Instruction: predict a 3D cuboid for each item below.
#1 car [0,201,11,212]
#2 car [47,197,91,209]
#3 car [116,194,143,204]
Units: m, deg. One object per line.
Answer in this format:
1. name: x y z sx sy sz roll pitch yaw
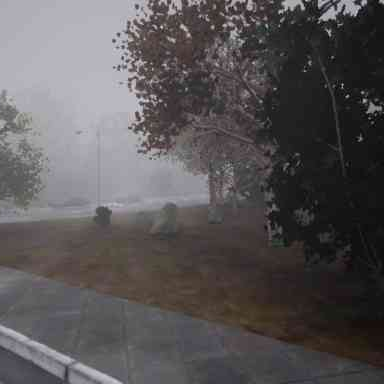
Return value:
1. car: -22.141 1.531 35.548 1.837 1.490 4.892 0 1 39
2. car: -15.903 1.354 43.290 2.033 1.411 5.357 0 2 39
3. car: -9.619 0.982 51.069 1.994 1.385 4.181 0 3 39
